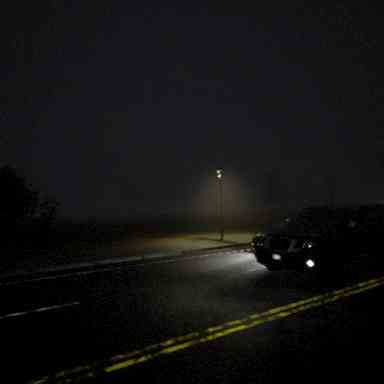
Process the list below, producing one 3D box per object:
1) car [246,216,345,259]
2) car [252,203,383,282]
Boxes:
[{"bbox_3d":[4.609,1.865,14.677,4.181,1.385,1.994,0,-2,-35],"label":"car"},{"bbox_3d":[4.584,1.414,10.720,5.566,2.045,2.150,0,-2,-35],"label":"car"}]
